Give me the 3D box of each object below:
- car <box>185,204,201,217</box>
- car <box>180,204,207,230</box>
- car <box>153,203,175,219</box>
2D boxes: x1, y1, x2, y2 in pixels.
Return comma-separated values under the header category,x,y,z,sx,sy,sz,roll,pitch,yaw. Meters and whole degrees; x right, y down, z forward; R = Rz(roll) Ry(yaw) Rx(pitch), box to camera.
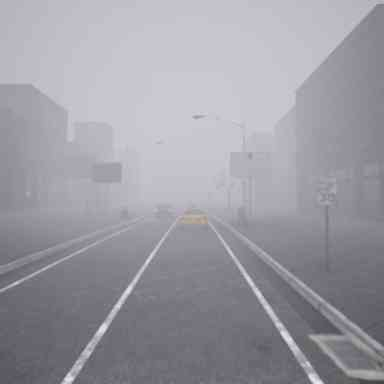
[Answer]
category,x,y,z,sx,sy,sz,roll,pitch,yaw
car,0.128,2.269,41.520,1.837,1.490,4.892,0,-2,0
car,0.115,1.761,23.351,1.801,1.575,5.366,0,-1,0
car,-3.068,2.016,37.285,2.097,1.767,4.553,0,-1,0
